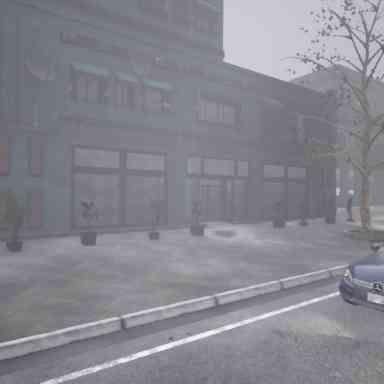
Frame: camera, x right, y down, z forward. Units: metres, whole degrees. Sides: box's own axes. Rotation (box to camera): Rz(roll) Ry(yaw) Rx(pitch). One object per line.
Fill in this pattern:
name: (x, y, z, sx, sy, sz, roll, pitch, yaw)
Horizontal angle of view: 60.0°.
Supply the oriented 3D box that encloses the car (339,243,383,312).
car: (5.017, 1.554, 6.976, 4.674, 1.442, 1.812, 0, 0, -36)
